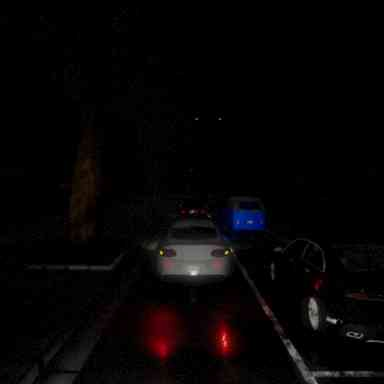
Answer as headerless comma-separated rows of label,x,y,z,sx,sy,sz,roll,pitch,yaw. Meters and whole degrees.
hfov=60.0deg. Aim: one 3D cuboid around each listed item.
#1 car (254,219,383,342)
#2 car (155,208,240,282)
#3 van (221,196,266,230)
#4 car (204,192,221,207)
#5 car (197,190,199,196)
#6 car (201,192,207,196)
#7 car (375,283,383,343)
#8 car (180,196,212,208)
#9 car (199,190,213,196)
car,2.659,1.471,6.295,2.008,1.369,4.403,1,1,0
car,0.065,1.410,9.279,1.812,1.442,4.674,0,1,1
van,2.679,1.132,17.191,1.690,1.788,3.998,1,1,0
car,2.711,1.069,39.160,1.752,1.417,4.829,1,1,0
car,2.778,0.683,81.766,1.887,1.381,4.507,1,0,0
car,2.727,1.014,49.889,1.802,1.307,4.206,1,1,0
car,2.649,1.554,0.847,1.947,1.339,4.313,1,1,0
car,0.083,1.265,23.537,2.033,1.411,5.357,0,1,1
car,2.739,0.693,55.335,2.192,1.841,5.009,1,1,0
